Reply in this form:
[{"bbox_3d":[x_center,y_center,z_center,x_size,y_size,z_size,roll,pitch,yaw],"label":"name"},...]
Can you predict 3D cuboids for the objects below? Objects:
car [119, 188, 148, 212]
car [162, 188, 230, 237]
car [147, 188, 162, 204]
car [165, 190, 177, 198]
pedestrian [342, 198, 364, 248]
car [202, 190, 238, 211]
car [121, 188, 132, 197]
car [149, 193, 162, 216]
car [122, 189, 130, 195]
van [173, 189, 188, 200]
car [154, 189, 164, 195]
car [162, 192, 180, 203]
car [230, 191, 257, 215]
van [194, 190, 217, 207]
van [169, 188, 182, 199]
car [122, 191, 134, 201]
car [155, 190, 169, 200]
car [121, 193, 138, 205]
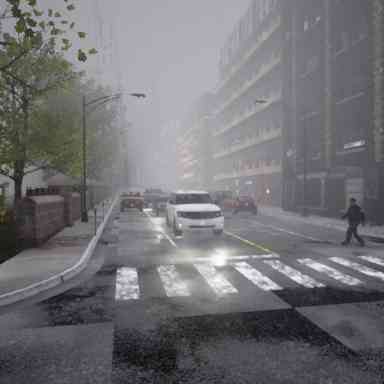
[{"bbox_3d":[-5.591,0.778,30.687,2.192,1.841,5.009,1,1,-12],"label":"car"},{"bbox_3d":[-0.042,0.930,16.766,2.150,2.045,5.566,0,1,-10],"label":"car"},{"bbox_3d":[-4.282,0.563,37.114,2.150,2.045,5.566,0,1,-11],"label":"car"},{"bbox_3d":[-4.150,0.350,65.001,1.752,1.417,4.829,1,1,-12],"label":"car"},{"bbox_3d":[5.811,1.078,12.011,0.375,1.860,0.375,1,0,-12],"label":"pedestrian"},{"bbox_3d":[2.614,0.729,32.386,2.192,1.841,5.009,1,1,-12],"label":"car"},{"bbox_3d":[-14.559,-0.003,73.948,2.192,1.841,5.009,1,1,-12],"label":"car"},{"bbox_3d":[-2.137,1.055,26.713,1.812,1.442,4.674,0,1,-12],"label":"car"},{"bbox_3d":[-17.926,-0.045,90.174,1.947,1.339,4.313,1,1,-12],"label":"car"},{"bbox_3d":[-1.870,0.364,54.018,1.690,1.788,3.998,1,1,-12],"label":"van"},{"bbox_3d":[-8.600,0.003,86.466,1.947,1.339,4.313,1,1,-12],"label":"car"},{"bbox_3d":[-3.038,0.764,46.593,1.895,1.301,4.718,0,1,-11],"label":"car"},{"bbox_3d":[3.734,0.952,26.981,1.967,1.590,4.097,1,1,-12],"label":"car"},{"bbox_3d":[1.493,0.657,37.794,1.690,1.788,3.998,1,1,-12],"label":"van"},{"bbox_3d":[-2.991,0.267,59.425,1.690,1.788,3.998,1,1,-12],"label":"van"},{"bbox_3d":[-10.044,0.601,52.154,1.752,1.417,4.829,1,1,-12],"label":"car"},{"bbox_3d":[-5.095,0.494,56.241,1.837,1.490,4.892,0,1,-12],"label":"car"},{"bbox_3d":[-7.837,0.834,41.506,1.947,1.339,4.313,1,1,-12],"label":"car"}]
